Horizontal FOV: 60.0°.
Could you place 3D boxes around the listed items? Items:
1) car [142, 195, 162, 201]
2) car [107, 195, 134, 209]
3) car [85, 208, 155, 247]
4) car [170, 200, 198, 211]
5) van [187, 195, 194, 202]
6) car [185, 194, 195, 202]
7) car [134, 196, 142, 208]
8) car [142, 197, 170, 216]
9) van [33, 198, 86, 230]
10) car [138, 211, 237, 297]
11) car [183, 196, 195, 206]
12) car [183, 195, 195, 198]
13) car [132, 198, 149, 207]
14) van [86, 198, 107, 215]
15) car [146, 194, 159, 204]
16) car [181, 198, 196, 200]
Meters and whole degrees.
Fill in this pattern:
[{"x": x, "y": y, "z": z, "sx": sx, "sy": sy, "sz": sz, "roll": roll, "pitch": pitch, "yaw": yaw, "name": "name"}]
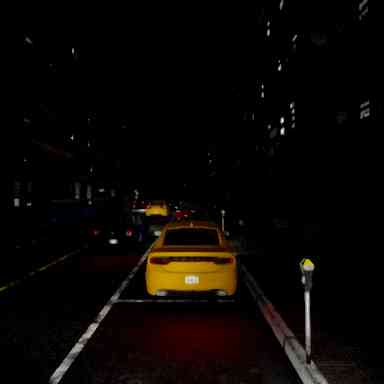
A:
[{"x": -5.774, "y": 1.422, "z": 46.592, "sx": 2.097, "sy": 1.767, "sz": 4.553, "roll": 0, "pitch": 0, "yaw": 0, "name": "car"}, {"x": -8.312, "y": 1.365, "z": 37.346, "sx": 2.192, "sy": 1.841, "sz": 5.009, "roll": 1, "pitch": 0, "yaw": 0, "name": "car"}, {"x": -3.019, "y": 1.611, "z": 15.023, "sx": 1.895, "sy": 1.301, "sz": 4.718, "roll": 0, "pitch": 0, "yaw": 0, "name": "car"}, {"x": -0.437, "y": 1.572, "z": 26.224, "sx": 1.887, "sy": 1.381, "sz": 4.507, "roll": 1, "pitch": 0, "yaw": 0, "name": "car"}, {"x": -0.470, "y": 1.575, "z": 87.068, "sx": 1.690, "sy": 1.788, "sz": 3.998, "roll": 1, "pitch": 0, "yaw": 0, "name": "van"}, {"x": -0.469, "y": 1.521, "z": 81.536, "sx": 2.192, "sy": 1.841, "sz": 5.009, "roll": 1, "pitch": 0, "yaw": 0, "name": "car"}, {"x": -8.312, "y": 1.379, "z": 42.876, "sx": 2.192, "sy": 1.841, "sz": 5.009, "roll": 1, "pitch": 0, "yaw": 0, "name": "car"}, {"x": -3.015, "y": 1.512, "z": 30.382, "sx": 1.882, "sy": 1.535, "sz": 5.008, "roll": 0, "pitch": 0, "yaw": 0, "name": "car"}, {"x": -8.311, "y": 1.358, "z": 20.753, "sx": 1.690, "sy": 1.788, "sz": 3.998, "roll": 2, "pitch": 0, "yaw": 0, "name": "van"}, {"x": -0.006, "y": 1.482, "z": 8.653, "sx": 1.882, "sy": 1.535, "sz": 5.008, "roll": 0, "pitch": 0, "yaw": 0, "name": "car"}, {"x": -0.470, "y": 1.553, "z": 59.411, "sx": 1.967, "sy": 1.590, "sz": 4.097, "roll": 1, "pitch": 0, "yaw": 0, "name": "car"}, {"x": -0.427, "y": 1.490, "z": 37.286, "sx": 1.967, "sy": 1.590, "sz": 4.097, "roll": 1, "pitch": 0, "yaw": 0, "name": "car"}, {"x": -8.319, "y": 1.660, "z": 53.938, "sx": 1.947, "sy": 1.339, "sz": 4.313, "roll": 1, "pitch": 0, "yaw": 0, "name": "car"}, {"x": -8.312, "y": 1.368, "z": 26.285, "sx": 1.690, "sy": 1.788, "sz": 3.998, "roll": 1, "pitch": 0, "yaw": 0, "name": "van"}, {"x": -8.314, "y": 1.471, "z": 70.528, "sx": 2.192, "sy": 1.841, "sz": 5.009, "roll": 1, "pitch": 0, "yaw": 0, "name": "car"}, {"x": -0.437, "y": 1.582, "z": 31.754, "sx": 1.887, "sy": 1.381, "sz": 4.507, "roll": 1, "pitch": 0, "yaw": 0, "name": "car"}]
